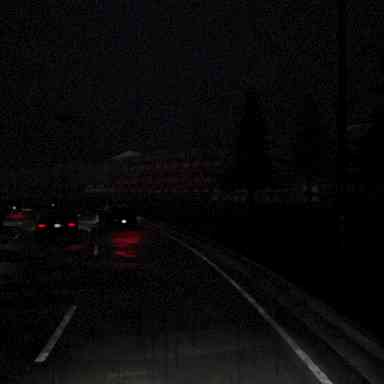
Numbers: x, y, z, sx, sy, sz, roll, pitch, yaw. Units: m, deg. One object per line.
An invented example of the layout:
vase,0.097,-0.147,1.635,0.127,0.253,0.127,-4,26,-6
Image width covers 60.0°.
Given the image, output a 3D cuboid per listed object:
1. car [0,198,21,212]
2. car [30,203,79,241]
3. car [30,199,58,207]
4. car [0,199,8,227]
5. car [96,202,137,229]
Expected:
car,-19.974,1.373,35.613,4.892,1.490,1.837,0,0,42
car,-6.639,1.475,16.486,2.033,1.411,5.357,0,0,-21
car,-16.332,1.408,37.005,4.181,1.385,1.994,0,0,44
car,-11.901,1.413,18.944,1.882,1.535,5.008,0,1,-25
car,-4.816,1.398,20.944,1.837,1.490,4.892,0,0,-24
